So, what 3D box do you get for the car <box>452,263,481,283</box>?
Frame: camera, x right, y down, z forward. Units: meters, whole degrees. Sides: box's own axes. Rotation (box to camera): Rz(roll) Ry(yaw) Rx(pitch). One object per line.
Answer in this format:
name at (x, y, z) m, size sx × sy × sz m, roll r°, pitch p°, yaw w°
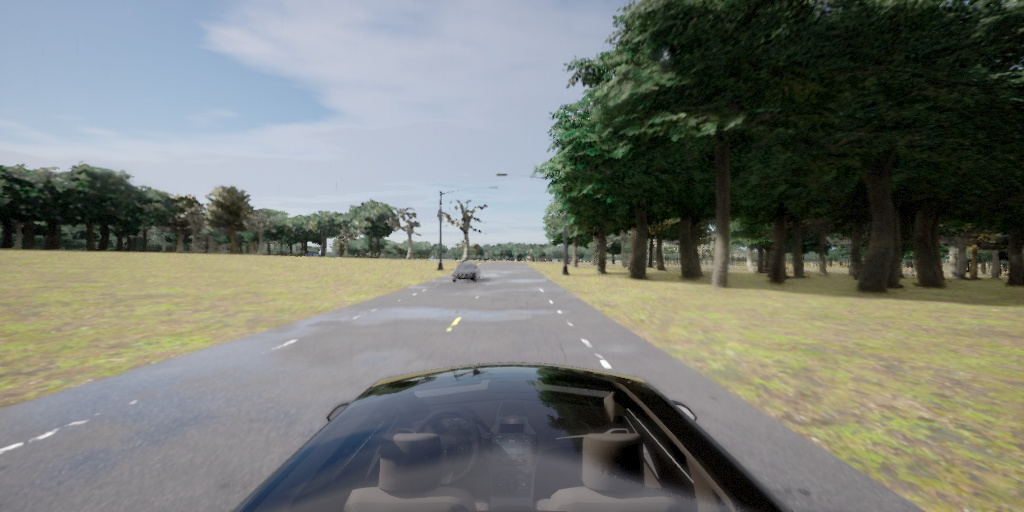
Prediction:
car at (-3.580, 1.294, 28.679) m, size 1.837 × 1.490 × 4.892 m, roll 0°, pitch 0°, yaw 0°
